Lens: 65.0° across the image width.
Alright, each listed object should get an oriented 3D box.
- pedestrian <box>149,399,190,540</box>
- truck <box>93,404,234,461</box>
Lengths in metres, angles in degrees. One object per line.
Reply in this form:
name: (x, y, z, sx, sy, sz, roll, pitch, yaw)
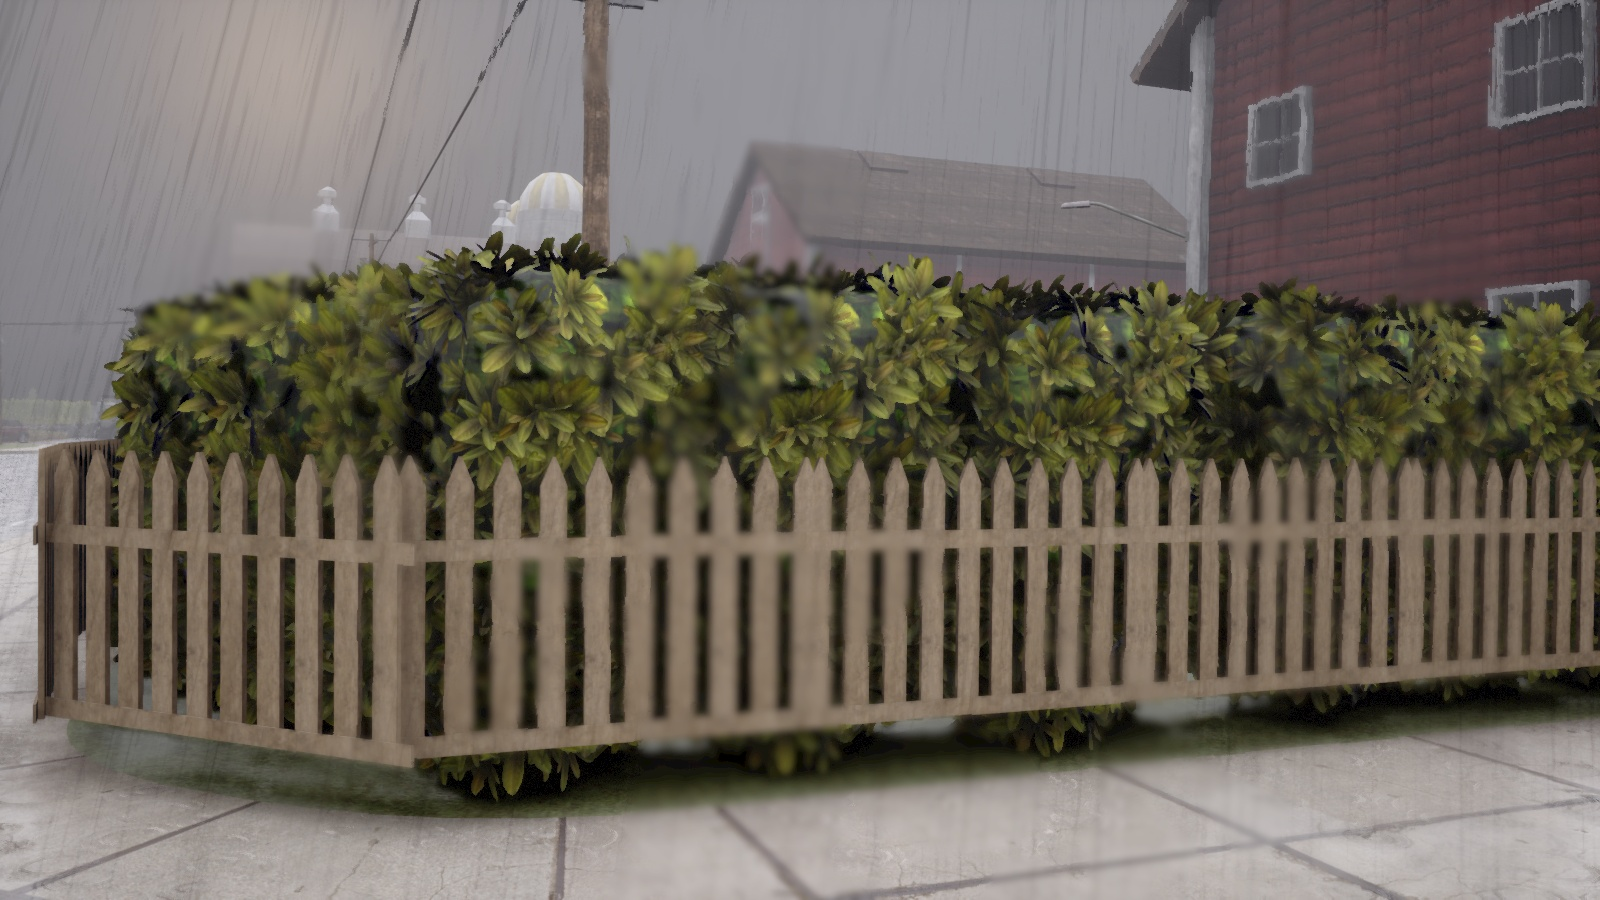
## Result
pedestrian: (-8.954, 0.260, 17.848, 0.423, 1.949, 0.788, -1, 1, -22)
truck: (-40.661, -1.107, 80.296, 7.936, 3.462, 2.891, -1, 1, 13)
